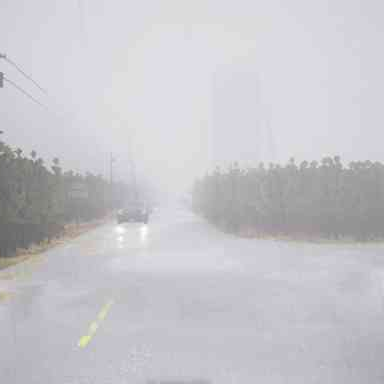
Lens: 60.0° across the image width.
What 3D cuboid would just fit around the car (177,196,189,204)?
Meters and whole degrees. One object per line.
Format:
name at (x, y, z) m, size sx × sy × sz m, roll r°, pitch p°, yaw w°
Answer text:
car at (-1.777, 1.524, 65.647) m, size 1.812 × 1.442 × 4.674 m, roll 0°, pitch 0°, yaw 4°

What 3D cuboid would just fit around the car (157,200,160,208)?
car at (-5.743, 1.562, 48.557) m, size 1.994 × 1.385 × 4.181 m, roll 0°, pitch 0°, yaw -2°

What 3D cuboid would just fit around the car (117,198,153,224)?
car at (-4.253, 1.351, 24.789) m, size 2.097 × 1.767 × 4.553 m, roll 0°, pitch 0°, yaw -4°

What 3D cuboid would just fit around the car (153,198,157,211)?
car at (-5.039, 1.563, 34.689) m, size 1.994 × 1.385 × 4.181 m, roll 0°, pitch 0°, yaw -4°
